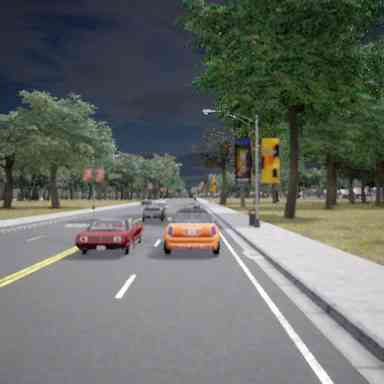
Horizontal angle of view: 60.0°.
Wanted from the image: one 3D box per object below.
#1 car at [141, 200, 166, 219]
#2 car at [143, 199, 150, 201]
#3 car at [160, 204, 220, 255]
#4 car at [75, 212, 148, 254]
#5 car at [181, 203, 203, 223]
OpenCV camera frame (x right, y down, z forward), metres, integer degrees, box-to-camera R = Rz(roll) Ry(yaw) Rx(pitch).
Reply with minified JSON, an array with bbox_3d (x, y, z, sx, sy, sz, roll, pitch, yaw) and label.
[{"bbox_3d":[-3.239,1.773,29.293,2.128,1.511,4.902,0,0,0],"label":"car"},{"bbox_3d":[-9.733,2.230,70.978,2.033,1.411,5.357,0,-1,0],"label":"car"},{"bbox_3d":[0.005,1.484,14.068,2.097,1.767,4.553,0,-1,0],"label":"car"},{"bbox_3d":[-3.245,1.735,14.102,1.895,1.301,4.718,0,-1,0],"label":"car"},{"bbox_3d":[0.011,1.788,29.295,1.837,1.490,4.892,0,0,0],"label":"car"}]
